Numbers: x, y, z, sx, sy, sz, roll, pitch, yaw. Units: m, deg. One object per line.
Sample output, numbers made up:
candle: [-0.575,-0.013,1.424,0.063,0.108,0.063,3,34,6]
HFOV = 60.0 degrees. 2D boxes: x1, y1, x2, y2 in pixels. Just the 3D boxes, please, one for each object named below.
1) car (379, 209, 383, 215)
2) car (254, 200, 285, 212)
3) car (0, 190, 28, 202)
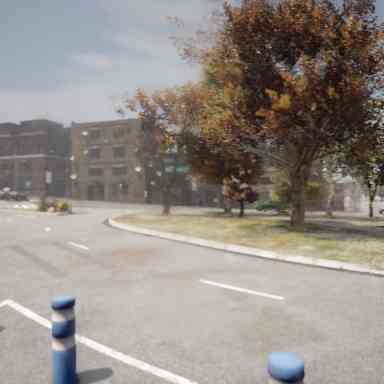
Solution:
car: [31.875,2.859,51.762,4.892,1.490,1.837,-3,-2,37]
car: [13.406,2.357,56.804,5.566,2.045,2.150,2,-1,-4]
car: [-27.793,0.664,53.094,2.231,1.521,4.892,4,0,-3]
